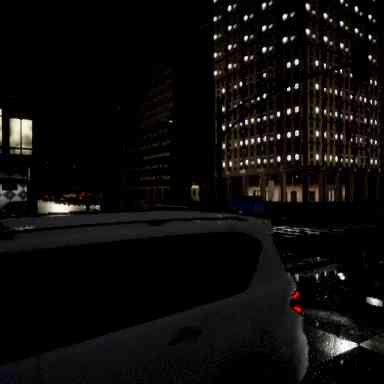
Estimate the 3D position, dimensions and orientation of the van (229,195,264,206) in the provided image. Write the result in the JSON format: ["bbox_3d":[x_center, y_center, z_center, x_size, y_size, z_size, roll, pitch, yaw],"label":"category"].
[{"bbox_3d":[4.834,1.200,30.845,1.690,1.788,3.998,0,0,-34],"label":"van"}]

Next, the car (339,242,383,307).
[{"bbox_3d":[5.381,1.547,7.403,5.357,1.411,2.033,0,0,-35],"label":"car"}]

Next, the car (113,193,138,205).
[{"bbox_3d":[-10.782,1.043,53.713,2.192,1.841,5.009,0,0,-34],"label":"car"}]

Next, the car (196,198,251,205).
[{"bbox_3d":[1.702,1.413,24.932,2.128,1.511,4.902,-1,1,-34],"label":"car"}]

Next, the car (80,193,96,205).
[{"bbox_3d":[-15.616,1.299,50.641,1.812,1.442,4.674,-1,0,-34],"label":"car"}]

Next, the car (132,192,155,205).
[{"bbox_3d":[-6.100,1.078,36.456,2.150,2.045,5.566,-1,0,-34],"label":"car"}]

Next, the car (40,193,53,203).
[{"bbox_3d":[-27.036,1.298,62.780,1.802,1.307,4.206,0,0,-34],"label":"car"}]

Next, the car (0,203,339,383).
[{"bbox_3d":[-1.474,1.229,2.514,5.566,2.045,2.150,0,0,-36],"label":"car"}]

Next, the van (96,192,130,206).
[{"bbox_3d":[-8.408,1.216,35.255,1.690,1.788,3.998,0,0,-34],"label":"van"}]

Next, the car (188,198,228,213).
[{"bbox_3d":[1.655,1.378,35.381,1.887,1.381,4.507,0,0,-34],"label":"car"}]

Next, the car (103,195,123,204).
[{"bbox_3d":[-13.887,1.247,58.302,1.887,1.381,4.507,0,0,-34],"label":"car"}]

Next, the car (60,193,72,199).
[{"bbox_3d":[-32.612,1.064,85.967,1.752,1.417,4.829,0,0,-34],"label":"car"}]

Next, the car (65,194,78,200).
[{"bbox_3d":[-29.411,1.118,81.239,2.008,1.369,4.403,0,0,-34],"label":"car"}]

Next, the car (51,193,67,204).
[{"bbox_3d":[-20.827,1.320,53.605,2.008,1.369,4.403,0,0,-34],"label":"car"}]

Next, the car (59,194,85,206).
[{"bbox_3d":[-17.722,1.362,49.018,1.947,1.339,4.313,0,0,-34],"label":"car"}]

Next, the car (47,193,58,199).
[{"bbox_3d":[-36.530,1.065,86.951,1.812,1.442,4.674,-1,1,-34],"label":"car"}]
